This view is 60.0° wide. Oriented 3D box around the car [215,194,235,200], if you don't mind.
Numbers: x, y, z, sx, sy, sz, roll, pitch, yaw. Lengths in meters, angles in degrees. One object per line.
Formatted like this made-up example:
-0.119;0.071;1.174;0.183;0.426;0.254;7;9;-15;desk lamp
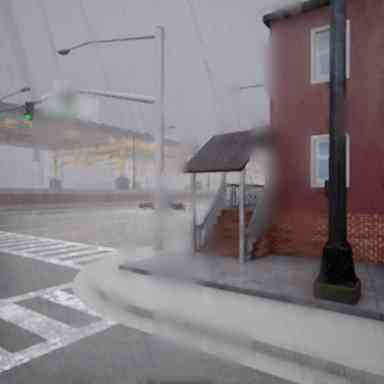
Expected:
8.886;1.323;88.685;4.974;1.542;2.038;0;0;-26;car

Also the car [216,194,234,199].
8.840;1.166;88.662;4.536;1.218;1.853;0;0;-26;car

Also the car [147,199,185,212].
-2.645;1.494;37.680;1.994;1.385;4.181;0;0;35;car

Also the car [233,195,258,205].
8.982;1.302;53.880;2.097;1.767;4.553;0;0;35;car

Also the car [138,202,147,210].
-4.443;1.520;41.193;1.895;1.301;4.718;0;0;35;car
